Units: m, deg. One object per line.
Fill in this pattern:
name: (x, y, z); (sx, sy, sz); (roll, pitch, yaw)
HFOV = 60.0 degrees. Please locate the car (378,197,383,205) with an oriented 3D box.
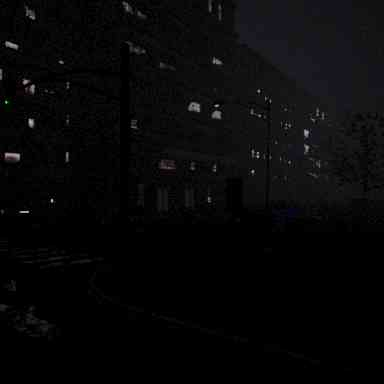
car: (46.925, 2.150, 81.149); (2.192, 1.841, 5.009); (1, 0, 36)

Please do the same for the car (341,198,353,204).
car: (40.082, 2.219, 85.991); (1.752, 1.417, 4.829); (1, 0, 36)

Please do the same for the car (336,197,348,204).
car: (36.900, 2.093, 81.675); (1.967, 1.590, 4.097); (1, 0, 36)

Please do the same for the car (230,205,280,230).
car: (4.228, 1.826, 23.255); (1.947, 1.339, 4.313); (1, 0, 36)

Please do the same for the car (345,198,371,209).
car: (27.220, 1.891, 54.429); (2.192, 1.841, 5.009); (1, 0, 36)

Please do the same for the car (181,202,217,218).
car: (0.773, 1.711, 32.688); (1.887, 1.381, 4.507); (1, 0, 36)

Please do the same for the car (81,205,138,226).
car: (-5.795, 1.626, 23.782); (2.008, 1.369, 4.403); (1, 0, 36)

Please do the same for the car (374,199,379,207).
car: (33.786, 2.103, 63.335); (1.967, 1.590, 4.097); (1, 0, 36)

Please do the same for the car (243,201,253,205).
car: (7.341, 1.839, 41.595); (1.802, 1.307, 4.206); (1, 0, 36)

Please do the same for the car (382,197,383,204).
car: (40.353, 2.300, 72.242); (2.008, 1.369, 4.403); (1, 0, 36)

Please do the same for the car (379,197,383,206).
car: (37.069, 2.251, 67.788); (1.887, 1.381, 4.507); (1, 0, 36)

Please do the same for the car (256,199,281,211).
car: (10.627, 1.742, 46.048); (1.967, 1.590, 4.097); (1, 0, 36)

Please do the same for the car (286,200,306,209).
car: (17.193, 1.974, 54.955); (1.802, 1.307, 4.206); (1, 0, 36)

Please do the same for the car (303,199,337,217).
car: (14.082, 1.837, 36.615); (1.967, 1.590, 4.097); (1, 0, 36)

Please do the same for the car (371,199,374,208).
car: (30.500, 2.201, 58.881); (1.802, 1.307, 4.206); (1, 0, 36)

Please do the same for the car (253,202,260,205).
car: (8.448, 1.852, 33.338); (2.033, 1.411, 5.357); (1, 0, 36)

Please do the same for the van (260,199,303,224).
van: (7.514, 1.647, 27.708); (1.690, 1.788, 3.998); (1, 0, 36)

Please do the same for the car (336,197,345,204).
car: (33.614, 2.176, 77.221); (1.947, 1.339, 4.313); (1, 0, 36)
